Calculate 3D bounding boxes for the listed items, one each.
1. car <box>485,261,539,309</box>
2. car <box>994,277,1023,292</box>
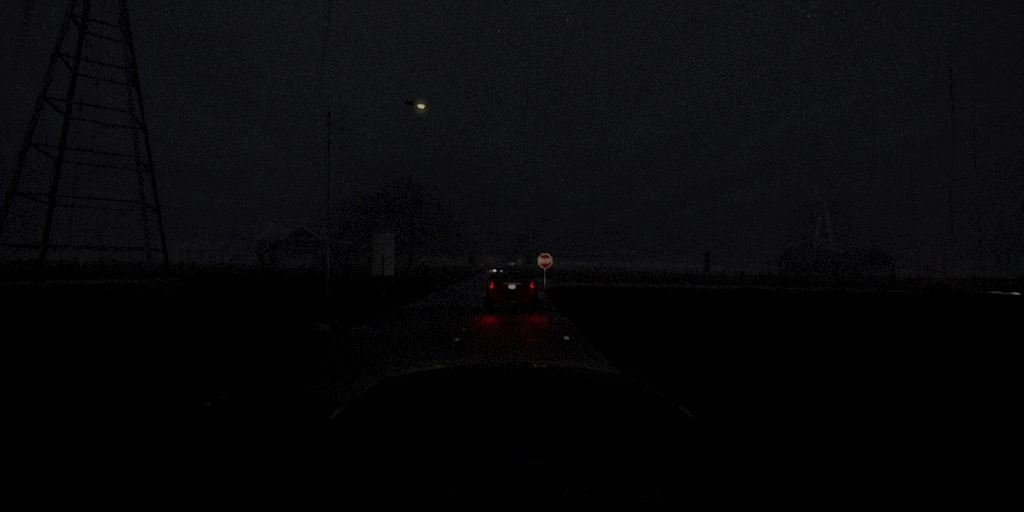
[{"bbox_3d":[0.004,1.244,15.938,2.097,1.767,4.553,0,-1,0],"label":"car"},{"bbox_3d":[48.720,2.733,33.808,4.892,1.490,1.837,2,-2,0],"label":"car"}]
